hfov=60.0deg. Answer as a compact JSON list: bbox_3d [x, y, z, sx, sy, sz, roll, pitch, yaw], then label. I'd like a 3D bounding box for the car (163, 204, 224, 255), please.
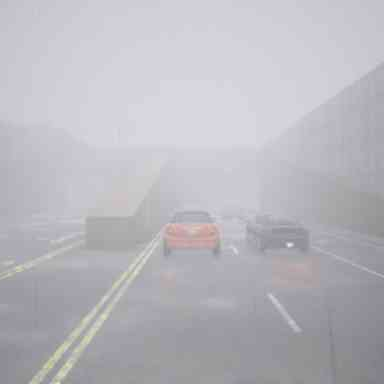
[{"bbox_3d":[-0.004,1.481,14.083,2.097,1.767,4.553,0,-1,0],"label":"car"}]

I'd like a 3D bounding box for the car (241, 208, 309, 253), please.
[{"bbox_3d":[3.498,1.641,14.302,1.837,1.490,4.892,0,0,0],"label":"car"}]

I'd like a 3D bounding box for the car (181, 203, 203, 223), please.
[{"bbox_3d":[-0.009,1.798,29.371,1.812,1.442,4.674,0,0,0],"label":"car"}]

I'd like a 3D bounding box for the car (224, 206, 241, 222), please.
[{"bbox_3d":[3.487,1.871,29.102,1.895,1.301,4.718,0,0,0],"label":"car"}]
